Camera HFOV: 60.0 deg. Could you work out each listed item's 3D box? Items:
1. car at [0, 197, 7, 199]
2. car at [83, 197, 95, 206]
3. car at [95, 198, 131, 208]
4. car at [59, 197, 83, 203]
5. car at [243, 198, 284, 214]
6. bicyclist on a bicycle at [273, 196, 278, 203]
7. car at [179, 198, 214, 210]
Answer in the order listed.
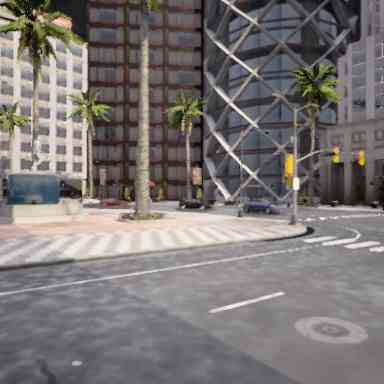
[{"bbox_3d":[-31.217,1.499,52.729,5.008,1.535,1.882,0,0,-15],"label":"car"},{"bbox_3d":[-18.568,1.604,57.580,4.674,1.442,1.812,0,0,2],"label":"car"},{"bbox_3d":[-11.516,1.609,49.694,4.674,1.442,1.812,0,0,12],"label":"car"},{"bbox_3d":[-20.930,1.566,54.152,4.892,1.490,1.837,0,0,-1],"label":"car"},{"bbox_3d":[7.925,1.471,36.806,2.097,1.767,4.553,0,0,-39],"label":"car"},{"bbox_3d":[13.267,1.478,52.950,0.582,1.620,1.656,0,0,42],"label":"bicyclist on a bicycle"},{"bbox_3d":[0.576,1.589,44.199,5.008,1.535,1.882,0,0,35],"label":"car"}]
